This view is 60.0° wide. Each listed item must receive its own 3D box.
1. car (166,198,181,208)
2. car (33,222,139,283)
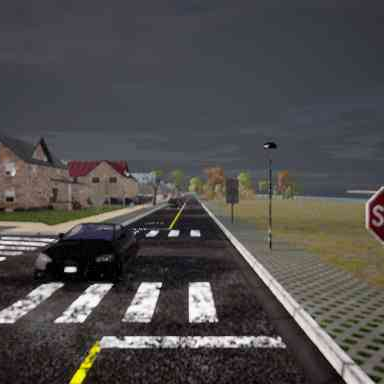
[{"bbox_3d":[-2.784,1.690,49.970,1.837,1.490,4.892,0,0,0],"label":"car"},{"bbox_3d":[-2.751,1.573,9.534,1.994,1.385,4.181,1,0,0],"label":"car"}]
